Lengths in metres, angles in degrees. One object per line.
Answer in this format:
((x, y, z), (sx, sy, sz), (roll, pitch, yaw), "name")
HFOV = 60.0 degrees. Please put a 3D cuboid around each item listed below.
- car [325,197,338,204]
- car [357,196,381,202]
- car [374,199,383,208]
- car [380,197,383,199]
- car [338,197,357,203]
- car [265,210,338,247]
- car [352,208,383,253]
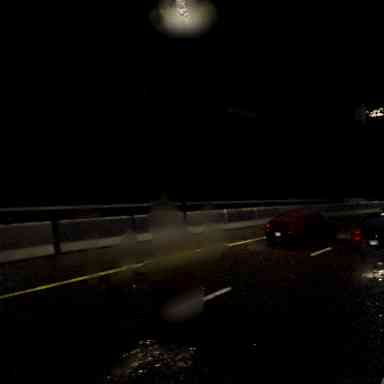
((26.130, 1.563, 60.456), (4.181, 1.385, 1.994), (0, 0, -33), "car")
((29.833, 1.489, 54.514), (4.902, 1.511, 2.128), (0, 0, -32), "car")
((16.725, 1.524, 26.852), (4.674, 1.442, 1.812), (0, 0, -42), "car")
((31.773, 1.561, 51.591), (4.181, 1.385, 1.994), (0, 0, -32), "car")
((27.951, 1.525, 57.472), (4.674, 1.442, 1.812), (0, 0, -32), "car")
((5.055, 1.527, 15.156), (1.812, 1.442, 4.674), (0, 0, 43), "car")
((7.608, 1.526, 12.766), (1.812, 1.442, 4.674), (0, -1, 43), "car")
